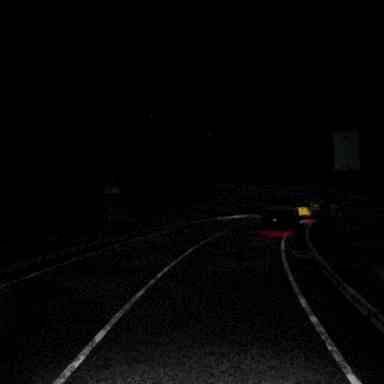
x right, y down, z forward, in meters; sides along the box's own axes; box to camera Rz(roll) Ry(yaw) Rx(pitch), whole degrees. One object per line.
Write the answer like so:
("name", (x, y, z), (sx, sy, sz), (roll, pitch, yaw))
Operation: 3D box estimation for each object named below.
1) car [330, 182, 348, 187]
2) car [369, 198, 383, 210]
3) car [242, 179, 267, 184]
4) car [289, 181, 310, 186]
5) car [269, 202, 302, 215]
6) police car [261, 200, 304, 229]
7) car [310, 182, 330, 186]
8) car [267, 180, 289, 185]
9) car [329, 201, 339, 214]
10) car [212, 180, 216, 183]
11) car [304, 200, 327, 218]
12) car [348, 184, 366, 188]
("car", (34.512, -1.538, 80.431), (4.553, 1.767, 2.185), (2, -5, -19))
("car", (28.058, 1.633, 48.628), (4.553, 1.767, 2.097), (0, -4, -31))
("car", (13.353, -2.024, 73.949), (4.892, 1.521, 2.231), (1, -5, -15))
("car", (23.997, -1.711, 76.964), (4.674, 1.452, 2.002), (2, -5, -16))
("car", (10.669, 1.890, 37.940), (1.994, 1.385, 4.181), (-4, -3, 41))
("police car", (5.959, 1.460, 22.108), (1.930, 1.638, 5.238), (-2, -1, 24))
("car", (29.284, -1.586, 78.642), (5.008, 1.535, 2.097), (2, -5, -18))
("car", (18.676, -1.900, 75.405), (4.892, 1.521, 2.231), (1, -5, -15))
("car", (13.909, 1.644, 34.993), (1.812, 1.442, 4.674), (-3, -3, 39))
("car", (2.797, -2.369, 71.087), (4.553, 1.767, 2.185), (1, -5, -15))
("car", (10.611, 1.540, 30.541), (1.801, 1.575, 5.366), (-3, -2, 34))
("car", (39.886, -1.194, 82.390), (4.792, 1.488, 2.163), (2, -5, -20))
